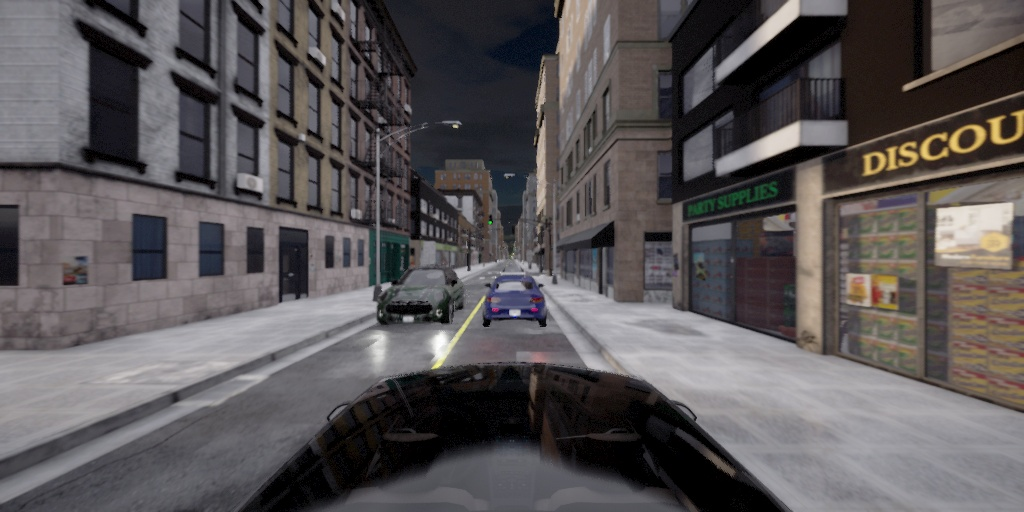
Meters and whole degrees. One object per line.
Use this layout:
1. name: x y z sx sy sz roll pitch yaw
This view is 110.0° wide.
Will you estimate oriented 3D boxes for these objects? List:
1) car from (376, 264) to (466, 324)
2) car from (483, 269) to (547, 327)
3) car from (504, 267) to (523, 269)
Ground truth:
1. car: -2.848 1.160 12.105 2.097 1.767 4.553 0 0 0
2. car: 0.086 1.331 11.718 1.812 1.442 4.674 0 0 0
3. car: 0.089 1.497 28.216 1.895 1.301 4.718 0 0 0
